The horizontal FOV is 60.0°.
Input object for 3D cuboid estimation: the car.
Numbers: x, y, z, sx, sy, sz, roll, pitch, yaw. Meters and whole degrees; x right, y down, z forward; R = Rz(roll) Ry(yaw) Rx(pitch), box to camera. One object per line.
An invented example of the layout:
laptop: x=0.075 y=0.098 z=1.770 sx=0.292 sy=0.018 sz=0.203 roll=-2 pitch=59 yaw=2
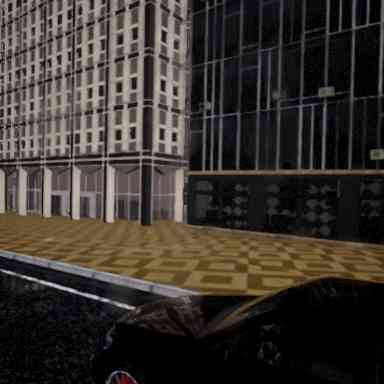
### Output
car: x=1.171 y=1.523 z=2.850 sx=4.674 sy=1.442 sz=1.812 roll=0 pitch=0 yaw=36
